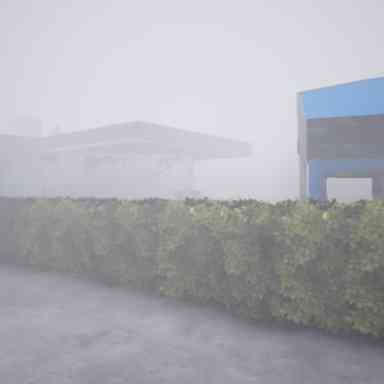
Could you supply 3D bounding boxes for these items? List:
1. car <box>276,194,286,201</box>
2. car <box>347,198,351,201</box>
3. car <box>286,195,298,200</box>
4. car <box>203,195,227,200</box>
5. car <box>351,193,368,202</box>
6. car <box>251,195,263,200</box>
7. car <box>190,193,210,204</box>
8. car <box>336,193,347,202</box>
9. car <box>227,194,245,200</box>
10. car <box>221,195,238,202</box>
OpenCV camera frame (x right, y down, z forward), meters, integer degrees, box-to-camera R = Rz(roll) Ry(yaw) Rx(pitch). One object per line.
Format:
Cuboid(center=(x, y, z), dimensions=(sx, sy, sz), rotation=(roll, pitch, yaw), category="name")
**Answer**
Cuboid(center=(21.320, 1.272, 77.998), dimensions=(2.152, 1.636, 5.027), rotation=(0, 0, 35), category="car")
Cuboid(center=(34.374, 1.150, 69.267), dimensions=(1.932, 1.855, 4.605), rotation=(0, 0, 35), category="car")
Cuboid(center=(18.475, 1.377, 57.845), dimensions=(2.007, 1.523, 4.514), rotation=(0, 0, 35), category="car")
Cuboid(center=(3.852, 1.491, 58.676), dimensions=(1.970, 1.475, 3.806), rotation=(0, 0, 35), category="car")
Cuboid(center=(26.609, 1.356, 52.039), dimensions=(1.845, 1.501, 3.633), rotation=(0, 0, 35), category="car")
Cuboid(center=(15.894, 1.377, 81.440), dimensions=(1.970, 1.475, 3.806), rotation=(0, 0, 35), category="car")
Cuboid(center=(1.489, 1.221, 61.096), dimensions=(1.905, 1.878, 3.866), rotation=(0, 0, 35), category="car")
Cuboid(center=(31.764, 1.142, 70.609), dimensions=(1.905, 1.878, 3.866), rotation=(0, 0, 35), category="car")
Cuboid(center=(8.717, 1.228, 65.620), dimensions=(1.932, 1.855, 4.605), rotation=(0, 0, 35), category="car")
Cuboid(center=(8.833, 1.458, 77.801), dimensions=(2.007, 1.523, 4.514), rotation=(0, 0, 35), category="car")
